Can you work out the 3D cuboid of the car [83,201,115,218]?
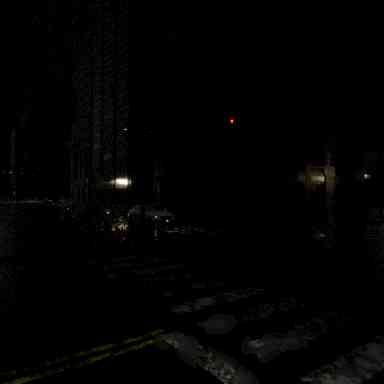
[{"bbox_3d":[-9.000,1.616,32.080,2.128,1.511,4.902,1,-1,-35],"label":"car"}]

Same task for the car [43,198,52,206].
[{"bbox_3d":[-26.568,1.803,62.371,2.128,1.511,4.902,1,-1,-36],"label":"car"}]

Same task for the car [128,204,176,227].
[{"bbox_3d":[-2.973,1.604,23.604,1.812,1.442,4.674,1,-1,-36],"label":"car"}]

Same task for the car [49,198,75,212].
[{"bbox_3d":[-16.446,1.785,42.589,1.895,1.301,4.718,1,-1,-35],"label":"car"}]

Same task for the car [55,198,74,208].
[{"bbox_3d":[-20.771,1.790,54.200,1.812,1.442,4.674,1,-1,-35],"label":"car"}]
